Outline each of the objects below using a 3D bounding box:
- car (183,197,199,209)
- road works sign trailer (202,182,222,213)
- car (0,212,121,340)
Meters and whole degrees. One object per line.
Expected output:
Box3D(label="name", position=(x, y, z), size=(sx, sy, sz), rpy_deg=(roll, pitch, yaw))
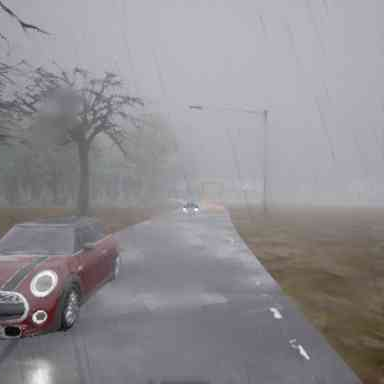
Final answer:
Box3D(label="car", position=(-0.114, 1.553, 49.274), size=(2.097, 1.767, 4.553), rpy_deg=(0, 0, 3))
Box3D(label="road works sign trailer", position=(2.445, 0.632, 39.909), size=(2.380, 3.560, 2.880), rpy_deg=(0, 0, 4))
Box3D(label="car", position=(-2.961, 1.378, 6.910), size=(2.097, 1.767, 4.553), rpy_deg=(0, 0, 2))
